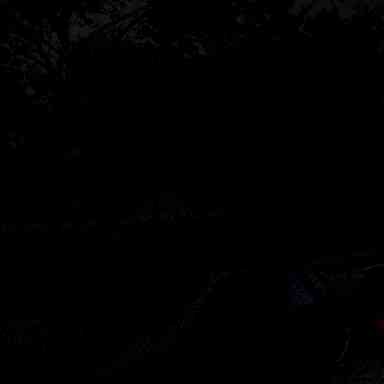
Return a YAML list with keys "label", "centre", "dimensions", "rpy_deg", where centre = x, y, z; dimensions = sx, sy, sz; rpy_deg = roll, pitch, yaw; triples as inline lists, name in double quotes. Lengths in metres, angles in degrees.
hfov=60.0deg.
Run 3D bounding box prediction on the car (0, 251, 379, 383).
- label: "car"
  centre: [0.268, 1.541, 4.183]
  dimensions: [5.357, 1.411, 2.033]
  rpy_deg: [0, 0, -36]
